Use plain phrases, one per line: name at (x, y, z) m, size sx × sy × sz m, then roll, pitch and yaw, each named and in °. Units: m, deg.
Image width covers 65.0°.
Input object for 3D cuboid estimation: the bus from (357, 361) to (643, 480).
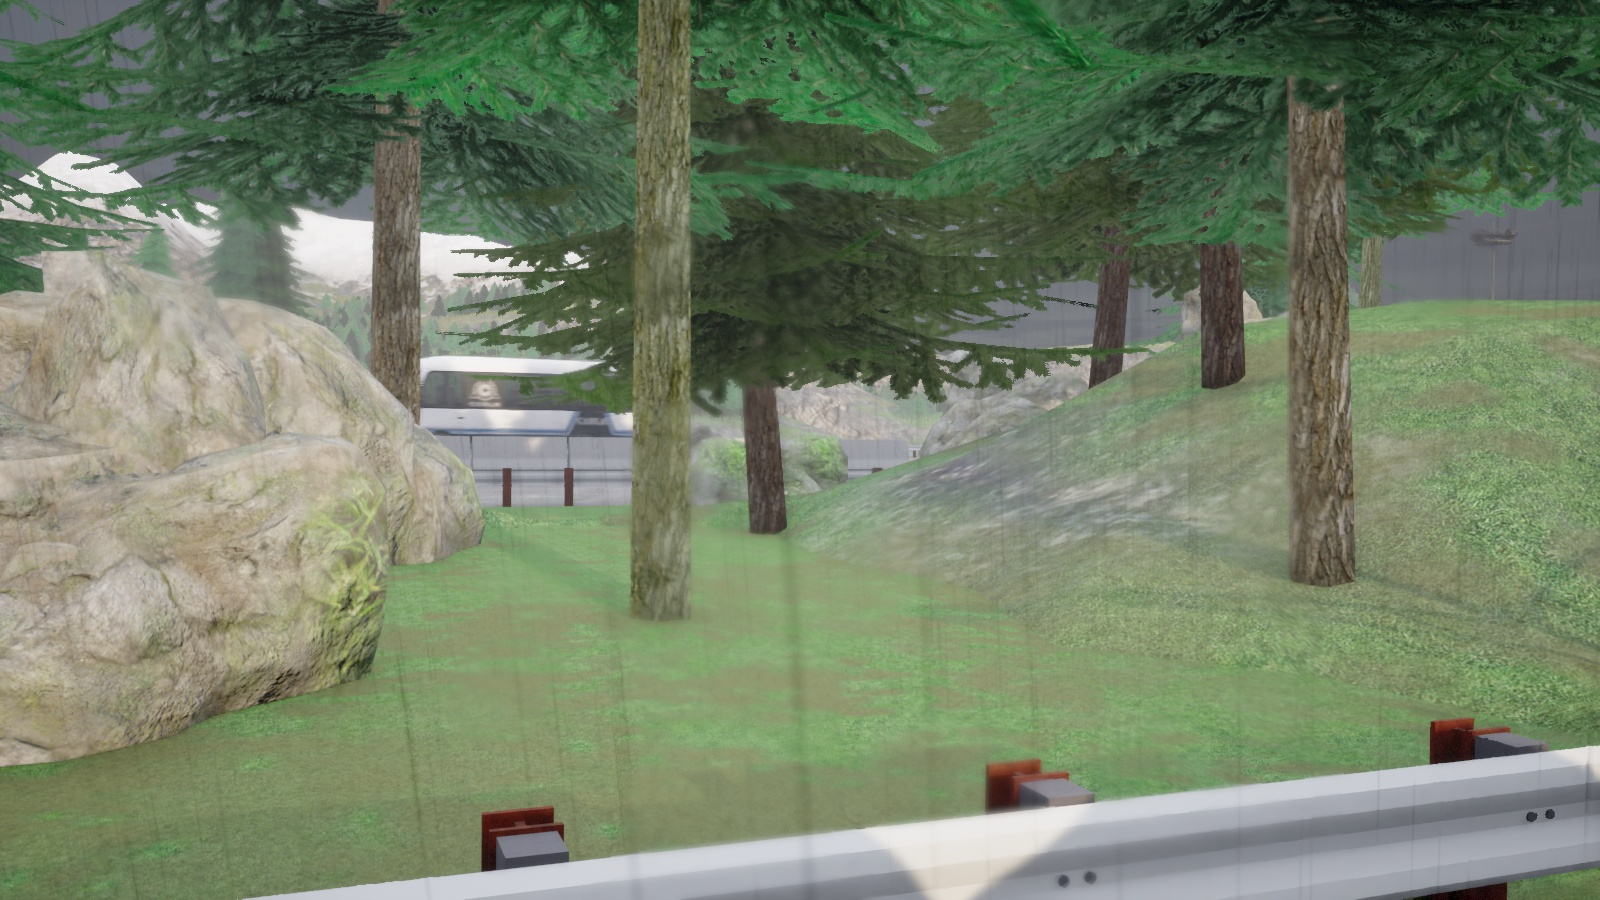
bus at (-11.763, -1.253, 49.491) m, size 10.273 × 4.253 × 3.944 m, roll -1°, pitch 5°, yaw -28°
